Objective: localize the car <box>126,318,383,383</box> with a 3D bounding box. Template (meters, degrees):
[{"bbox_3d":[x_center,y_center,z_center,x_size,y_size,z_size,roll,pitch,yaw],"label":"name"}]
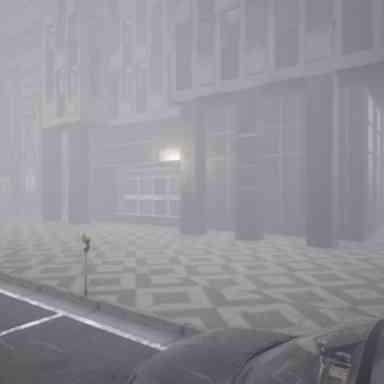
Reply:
[{"bbox_3d":[1.403,1.551,1.961,4.403,1.369,2.008,0,0,35],"label":"car"}]
